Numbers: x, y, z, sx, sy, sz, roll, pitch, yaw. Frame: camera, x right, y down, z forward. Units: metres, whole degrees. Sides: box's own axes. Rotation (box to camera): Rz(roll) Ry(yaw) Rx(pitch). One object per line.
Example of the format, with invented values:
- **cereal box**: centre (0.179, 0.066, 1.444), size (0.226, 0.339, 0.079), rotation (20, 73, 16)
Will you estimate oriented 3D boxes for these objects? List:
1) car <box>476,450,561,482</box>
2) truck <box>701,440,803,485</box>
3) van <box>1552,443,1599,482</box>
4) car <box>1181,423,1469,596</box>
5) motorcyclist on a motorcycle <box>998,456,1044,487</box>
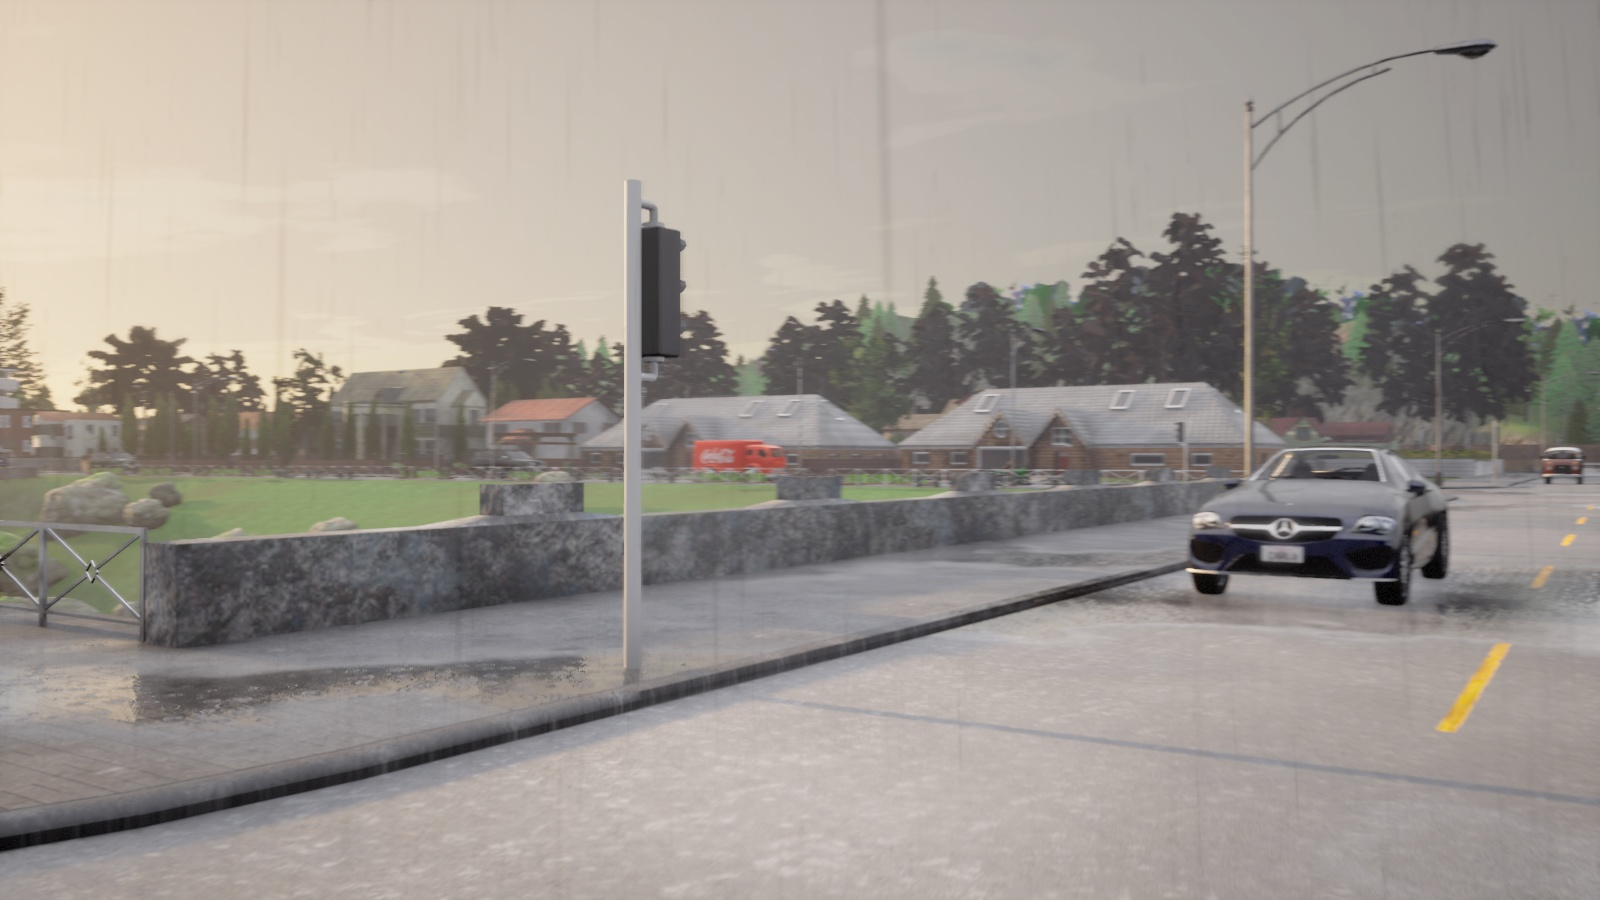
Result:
- **car**: centre (-18.183, 1.025, 81.026), size (5.566, 2.045, 2.150), rotation (0, 0, 34)
- **truck**: centre (-2.720, 0.686, 70.676), size (5.204, 2.467, 2.627), rotation (0, 0, 34)
- **van**: centre (42.504, 0.671, 68.714), size (2.069, 2.038, 4.480), rotation (0, 0, 34)
- **car**: centre (6.292, 0.581, 14.635), size (2.152, 1.651, 5.027), rotation (0, 0, 34)
- **motorcyclist on a motorcycle**: centre (10.846, 1.038, 61.594), size (2.044, 1.523, 0.797), rotation (0, 0, 34)
